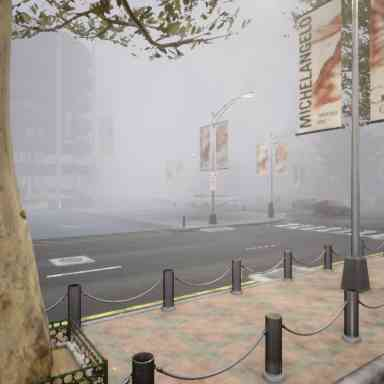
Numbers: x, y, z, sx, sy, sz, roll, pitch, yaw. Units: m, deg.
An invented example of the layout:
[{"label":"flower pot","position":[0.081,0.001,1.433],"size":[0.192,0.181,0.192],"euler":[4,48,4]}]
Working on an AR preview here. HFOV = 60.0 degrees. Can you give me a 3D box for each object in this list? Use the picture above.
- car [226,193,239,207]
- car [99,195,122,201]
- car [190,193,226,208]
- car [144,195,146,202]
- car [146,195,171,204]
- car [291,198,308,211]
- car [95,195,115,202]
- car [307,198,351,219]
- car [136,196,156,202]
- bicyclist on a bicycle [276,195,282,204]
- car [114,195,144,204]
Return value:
[{"label":"car","position":[4.789,1.221,50.928],"size":[2.150,2.045,5.566],"euler":[0,0,-36]},{"label":"car","position":[-19.495,1.418,79.685],"size":[5.008,1.535,1.882],"euler":[0,0,12]},{"label":"car","position":[1.961,1.223,48.863],"size":[2.150,2.045,5.566],"euler":[0,0,-36]},{"label":"car","position":[-11.219,1.355,72.603],"size":[4.553,1.767,2.097],"euler":[0,0,26]},{"label":"car","position":[-6.159,1.601,64.447],"size":[4.718,1.301,1.895],"euler":[0,0,41]},{"label":"car","position":[13.737,1.493,38.274],"size":[2.128,1.511,4.902],"euler":[0,0,-35]},{"label":"car","position":[-20.459,1.450,76.320],"size":[4.892,1.490,1.837],"euler":[0,0,12]},{"label":"car","position":[12.508,1.478,29.775],"size":[1.882,1.535,5.008],"euler":[1,0,-5]},{"label":"car","position":[-10.472,1.552,76.159],"size":[4.181,1.385,1.994],"euler":[0,0,26]},{"label":"bicyclist on a bicycle","position":[15.756,1.300,60.497],"size":[1.656,1.620,0.582],"euler":[0,0,-36]},{"label":"car","position":[-12.225,1.506,64.745],"size":[4.892,1.490,1.837],"euler":[-1,-1,34]}]
